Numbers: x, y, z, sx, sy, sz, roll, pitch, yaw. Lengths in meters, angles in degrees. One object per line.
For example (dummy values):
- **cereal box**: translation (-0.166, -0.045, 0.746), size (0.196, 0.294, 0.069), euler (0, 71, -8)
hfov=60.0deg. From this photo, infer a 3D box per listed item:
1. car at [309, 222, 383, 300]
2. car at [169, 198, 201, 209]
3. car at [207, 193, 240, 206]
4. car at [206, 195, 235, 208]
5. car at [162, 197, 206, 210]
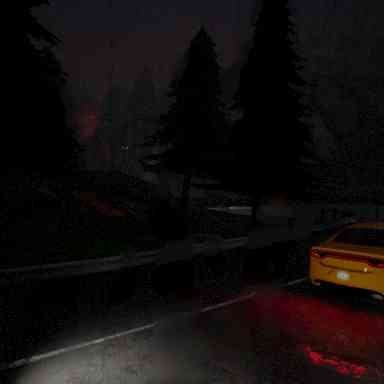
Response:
- **car**: translation (4.779, 1.477, 8.097), size (5.008, 1.535, 1.882), euler (0, 0, -42)
- **car**: translation (-0.992, 1.530, 46.753), size (4.181, 1.385, 1.994), euler (0, 0, 34)
- **car**: translation (4.602, 1.197, 51.402), size (5.566, 2.045, 2.150), euler (0, 0, 35)
- **car**: translation (3.517, 1.543, 47.906), size (4.181, 1.385, 1.994), euler (0, 0, 34)
- **car**: translation (-1.038, 1.481, 42.540), size (4.892, 1.490, 1.837), euler (0, 0, 34)
